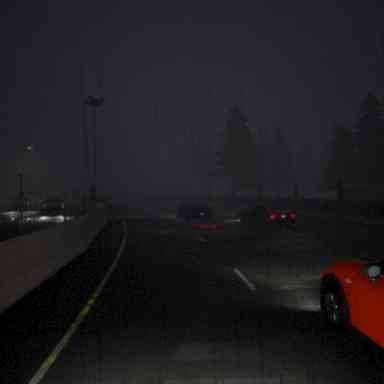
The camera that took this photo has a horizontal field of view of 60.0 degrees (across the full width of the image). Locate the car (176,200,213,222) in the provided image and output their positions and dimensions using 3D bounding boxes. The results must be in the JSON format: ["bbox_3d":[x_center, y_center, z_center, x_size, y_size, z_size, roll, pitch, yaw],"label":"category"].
[{"bbox_3d":[0.091,1.358,25.337,1.882,1.535,5.008,0,0,-14],"label":"car"}]

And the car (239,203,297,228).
[{"bbox_3d":[4.671,1.436,21.311,2.033,1.411,5.357,0,0,-12],"label":"car"}]

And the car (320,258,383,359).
[{"bbox_3d":[3.314,1.325,3.930,2.097,1.767,4.553,0,0,-2],"label":"car"}]
